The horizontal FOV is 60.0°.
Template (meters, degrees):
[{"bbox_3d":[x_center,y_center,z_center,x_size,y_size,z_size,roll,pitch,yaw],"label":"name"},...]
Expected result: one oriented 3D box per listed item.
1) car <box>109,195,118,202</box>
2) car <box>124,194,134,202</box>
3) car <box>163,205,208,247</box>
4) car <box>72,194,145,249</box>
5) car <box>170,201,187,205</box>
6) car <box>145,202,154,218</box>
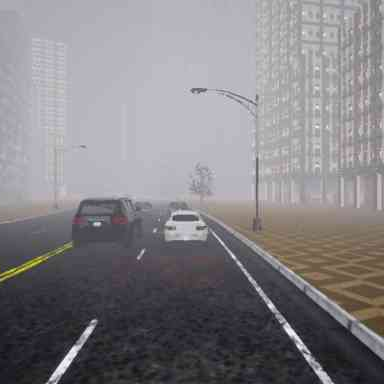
[{"bbox_3d":[-17.486,1.472,74.304,1.812,1.442,4.674,0,0,-12],"label":"car"},{"bbox_3d":[-14.317,1.300,75.025,2.097,1.767,4.553,0,0,-12],"label":"car"},{"bbox_3d":[-0.310,1.529,14.898,1.812,1.442,4.674,0,0,-2],"label":"car"},{"bbox_3d":[-3.559,1.254,14.795,2.150,2.045,5.566,0,0,-2],"label":"car"},{"bbox_3d":[-1.239,1.554,30.067,2.033,1.411,5.357,0,0,-5],"label":"car"},{"bbox_3d":[-4.478,1.554,29.803,2.033,1.411,5.357,0,0,-5],"label":"car"}]
